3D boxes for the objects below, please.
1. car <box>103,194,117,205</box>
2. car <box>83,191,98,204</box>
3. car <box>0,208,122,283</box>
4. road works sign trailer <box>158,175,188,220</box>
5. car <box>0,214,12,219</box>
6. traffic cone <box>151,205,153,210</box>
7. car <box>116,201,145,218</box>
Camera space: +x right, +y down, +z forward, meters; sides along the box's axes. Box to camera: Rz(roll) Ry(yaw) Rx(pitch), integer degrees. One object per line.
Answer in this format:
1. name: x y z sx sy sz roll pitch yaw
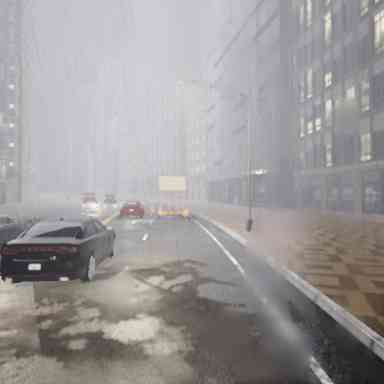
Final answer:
1. car: -13.031 1.086 53.221 2.097 1.767 4.553 0 0 -13
2. car: -16.843 0.935 55.255 2.150 2.045 5.566 0 0 -13
3. car: -3.454 1.432 9.550 1.882 1.535 5.008 0 0 -2
4. road works sign trailer: -1.587 0.336 26.855 2.380 3.560 2.880 0 0 -8
5. car: -6.957 1.443 10.480 2.128 1.511 4.902 0 0 -3
6. traffic cone: -3.917 1.793 33.605 0.340 0.580 0.340 0 0 -8
7. car: -5.129 1.422 28.832 1.994 1.385 4.181 0 0 -7
